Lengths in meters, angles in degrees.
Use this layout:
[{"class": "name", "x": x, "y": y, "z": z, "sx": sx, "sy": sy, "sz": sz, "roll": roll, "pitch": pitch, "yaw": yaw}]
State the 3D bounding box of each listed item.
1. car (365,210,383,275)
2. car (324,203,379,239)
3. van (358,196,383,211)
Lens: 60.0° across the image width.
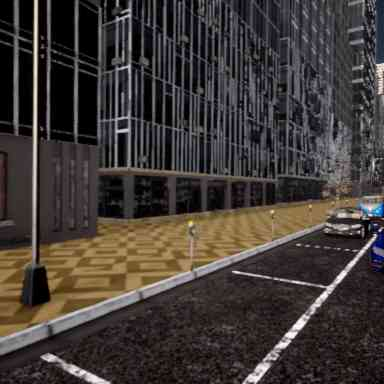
[{"class": "car", "x": 6.441, "y": 1.484, "z": 9.742, "sx": 1.812, "sy": 1.442, "sz": 4.674, "roll": 1, "pitch": 1, "yaw": 34}, {"class": "car", "x": 7.899, "y": 1.446, "z": 16.747, "sx": 2.008, "sy": 1.369, "sz": 4.403, "roll": 1, "pitch": 1, "yaw": 34}, {"class": "van", "x": 14.241, "y": 1.194, "z": 26.201, "sx": 1.690, "sy": 1.788, "sz": 3.998, "roll": 1, "pitch": 1, "yaw": 34}]
